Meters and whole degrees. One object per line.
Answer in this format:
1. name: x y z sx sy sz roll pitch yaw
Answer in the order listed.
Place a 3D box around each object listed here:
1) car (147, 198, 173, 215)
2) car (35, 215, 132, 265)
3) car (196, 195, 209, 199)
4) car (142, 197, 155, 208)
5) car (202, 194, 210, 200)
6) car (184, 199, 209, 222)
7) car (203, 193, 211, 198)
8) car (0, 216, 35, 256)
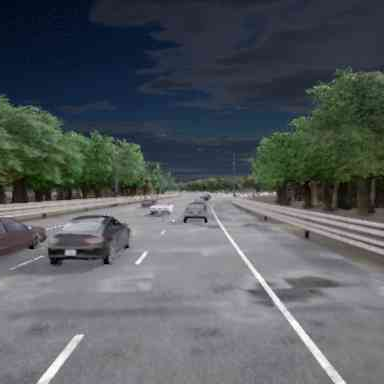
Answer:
1. car: -2.939 1.582 33.291 1.895 1.301 4.718 0 0 2
2. car: -3.350 1.518 11.542 1.812 1.442 4.674 0 0 1
3. car: 1.183 1.525 50.050 2.033 1.411 5.357 0 0 3
4. car: -5.879 1.448 47.135 2.128 1.511 4.902 0 0 3
5. car: 3.624 1.337 87.710 1.882 1.535 5.008 0 0 4
6. car: 0.306 1.546 26.279 2.033 1.411 5.357 0 0 1
7. car: 2.769 1.407 75.834 1.837 1.490 4.892 0 0 4
8. car: -6.909 1.528 11.220 2.033 1.411 5.357 0 0 1
